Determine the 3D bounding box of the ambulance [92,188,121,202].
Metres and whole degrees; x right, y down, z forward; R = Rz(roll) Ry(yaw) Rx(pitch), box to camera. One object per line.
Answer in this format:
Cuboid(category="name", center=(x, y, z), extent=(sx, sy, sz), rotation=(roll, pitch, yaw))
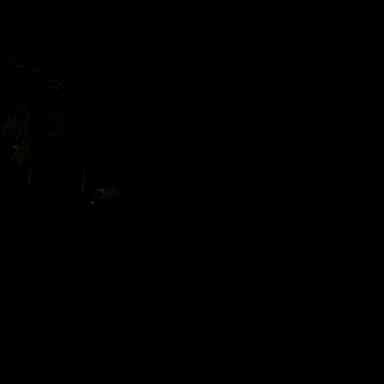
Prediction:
Cuboid(category="ambulance", center=(-15.547, 0.541, 59.060), extent=(2.351, 2.431, 6.366), rotation=(-2, -1, 35))
